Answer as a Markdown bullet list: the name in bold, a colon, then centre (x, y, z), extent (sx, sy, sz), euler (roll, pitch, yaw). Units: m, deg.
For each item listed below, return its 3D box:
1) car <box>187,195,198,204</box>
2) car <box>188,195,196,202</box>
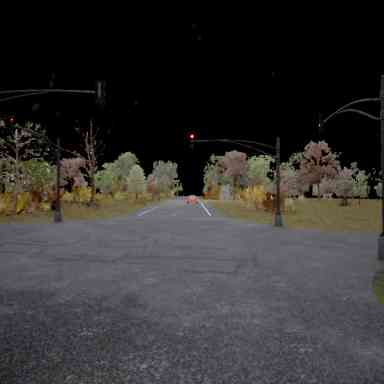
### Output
- **car**: centre (0.094, 1.424, 67.921), extent (2.097, 1.767, 4.553), euler (0, 0, 0)
- **car**: centre (0.107, 1.450, 77.956), extent (1.812, 1.442, 4.674), euler (0, 0, 0)
